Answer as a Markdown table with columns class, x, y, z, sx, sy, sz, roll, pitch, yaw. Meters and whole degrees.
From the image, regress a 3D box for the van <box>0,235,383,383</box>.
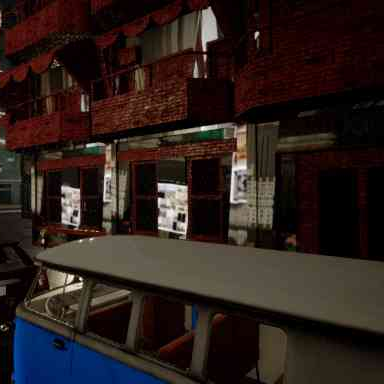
| class | x | y | z | sx | sy | sz | roll | pitch | yaw |
| --- | --- | --- | --- | --- | --- | --- | --- | --- | --- |
| van | 0.184 | 1.341 | 2.604 | 3.998 | 1.788 | 1.690 | 0 | -1 | 36 |
